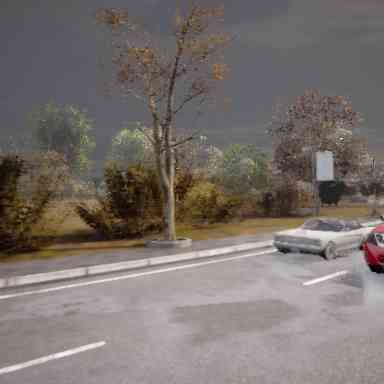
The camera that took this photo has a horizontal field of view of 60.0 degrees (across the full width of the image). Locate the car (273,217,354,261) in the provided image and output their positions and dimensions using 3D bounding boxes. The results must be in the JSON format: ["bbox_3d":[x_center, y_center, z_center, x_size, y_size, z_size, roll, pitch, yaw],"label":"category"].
[{"bbox_3d":[5.148,1.655,12.680,4.718,1.301,1.895,0,-1,-41],"label":"car"}]

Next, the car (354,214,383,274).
[{"bbox_3d":[7.180,1.243,9.806,5.566,2.045,2.150,0,-1,-41],"label":"car"}]
